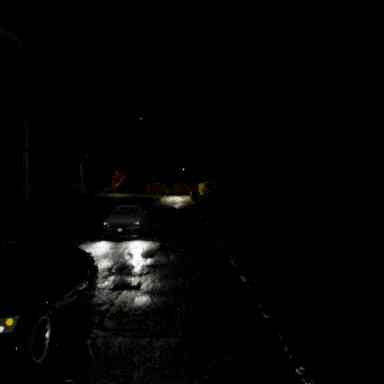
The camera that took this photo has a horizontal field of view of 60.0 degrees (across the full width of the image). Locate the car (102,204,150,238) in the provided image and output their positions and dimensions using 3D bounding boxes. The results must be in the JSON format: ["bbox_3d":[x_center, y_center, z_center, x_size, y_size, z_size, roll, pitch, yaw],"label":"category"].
[{"bbox_3d":[-3.163,1.340,16.710,1.812,1.442,4.674,0,1,-1],"label":"car"}]

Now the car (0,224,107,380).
[{"bbox_3d":[-2.932,1.512,5.443,1.994,1.385,4.181,0,1,-2],"label":"car"}]
